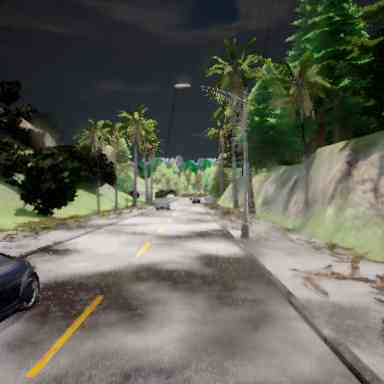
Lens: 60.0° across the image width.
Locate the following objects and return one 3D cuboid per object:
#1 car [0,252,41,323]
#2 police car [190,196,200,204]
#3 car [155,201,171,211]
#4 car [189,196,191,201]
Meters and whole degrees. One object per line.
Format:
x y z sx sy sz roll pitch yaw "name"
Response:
-4.096 1.613 5.129 1.994 1.385 4.181 0 -1 0 "car"
1.127 2.186 84.936 1.930 1.638 5.238 -2 -2 0 "police car"
-4.063 2.004 47.488 1.994 1.385 4.181 0 -1 0 "car"
1.022 2.050 94.837 2.150 2.045 5.566 -3 -1 1 "car"
